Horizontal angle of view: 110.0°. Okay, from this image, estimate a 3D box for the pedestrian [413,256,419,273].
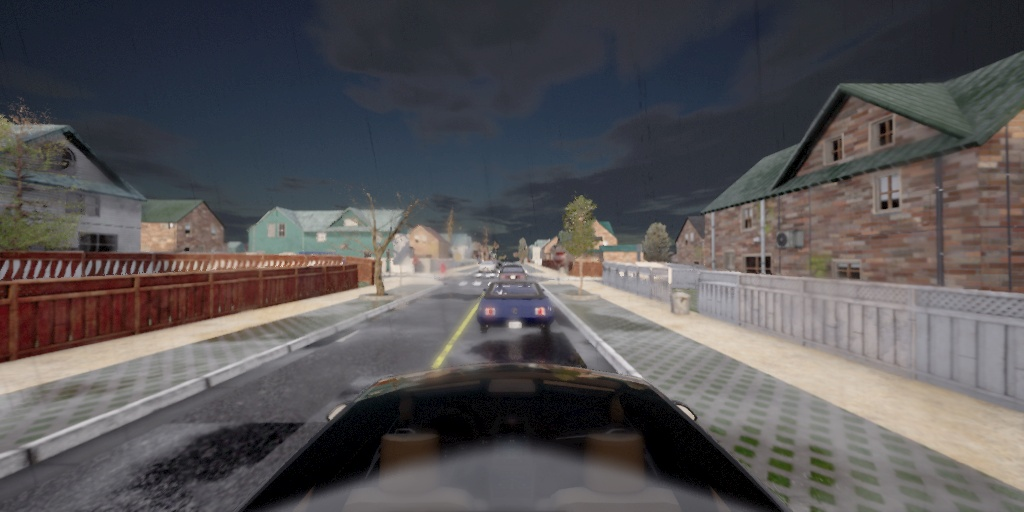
[{"bbox_3d":[-9.713,0.810,36.119,0.375,1.860,0.375,0,-2,0],"label":"pedestrian"}]

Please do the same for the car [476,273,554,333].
[{"bbox_3d":[0.074,1.355,10.743,1.895,1.301,4.718,0,0,0],"label":"car"}]

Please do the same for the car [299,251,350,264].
[{"bbox_3d":[-15.247,0.667,30.248,5.566,2.045,2.150,1,-1,0],"label":"car"}]

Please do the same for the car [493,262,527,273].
[{"bbox_3d":[0.040,1.317,24.022,2.033,1.411,5.357,0,0,0],"label":"car"}]

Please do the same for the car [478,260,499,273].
[{"bbox_3d":[-2.982,1.334,43.769,1.812,1.442,4.674,0,0,2],"label":"car"}]
